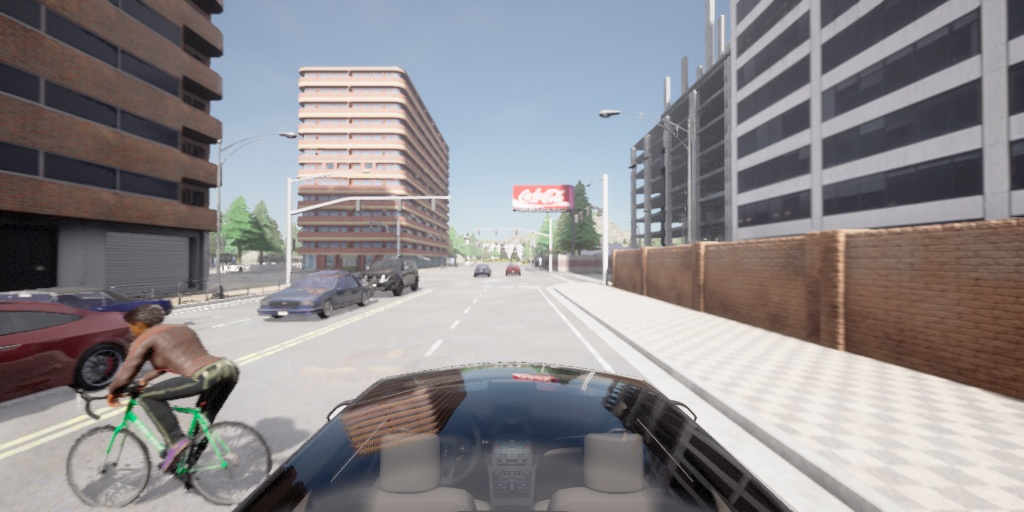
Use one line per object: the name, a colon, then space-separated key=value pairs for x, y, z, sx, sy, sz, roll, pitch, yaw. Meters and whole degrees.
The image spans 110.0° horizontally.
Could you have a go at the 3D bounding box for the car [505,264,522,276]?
car: x=0.138 y=1.689 z=44.646 sx=1.812 sy=1.442 sz=4.674 roll=0 pitch=0 yaw=0

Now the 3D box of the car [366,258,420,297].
car: x=-6.982 y=1.155 z=20.843 sx=2.150 sy=2.045 sz=5.566 roll=0 pitch=-1 yaw=0

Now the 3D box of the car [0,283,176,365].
car: x=-10.584 y=1.409 z=7.916 sx=1.895 sy=1.301 sz=4.718 roll=0 pitch=-1 yaw=0

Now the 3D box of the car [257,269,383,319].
car: x=-7.059 y=1.413 z=13.742 sx=2.033 sy=1.411 sz=5.357 roll=0 pitch=-1 yaw=0

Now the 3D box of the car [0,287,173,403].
car: x=-7.086 y=1.298 z=4.152 sx=1.812 sy=1.442 sz=4.674 roll=0 pitch=-1 yaw=0

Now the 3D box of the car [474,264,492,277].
car: x=-3.363 y=1.682 z=41.649 sx=2.033 sy=1.411 sz=5.357 roll=0 pitch=-1 yaw=0

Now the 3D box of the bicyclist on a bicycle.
bicyclist on a bicycle: x=-2.757 y=1.215 z=2.868 sx=1.656 sy=1.620 sz=0.582 roll=-2 pitch=-1 yaw=0
